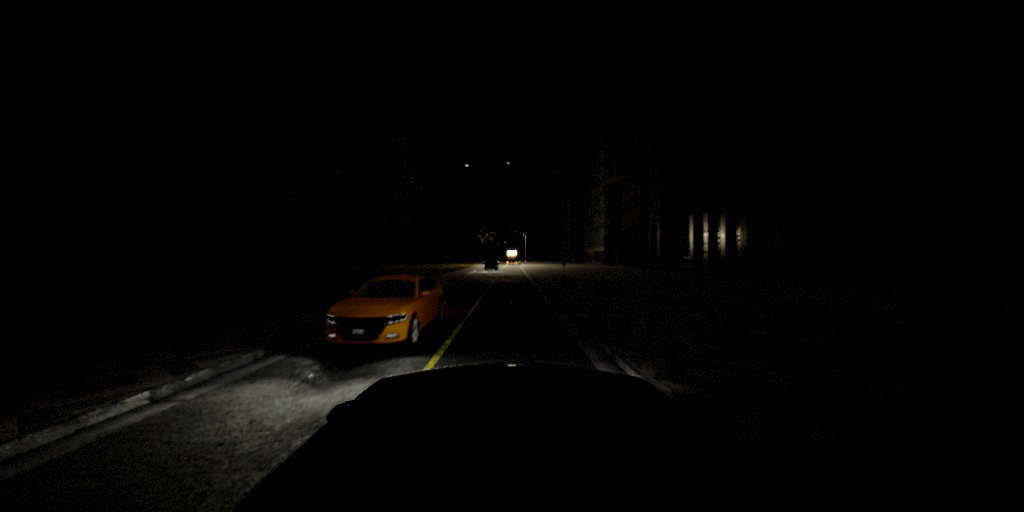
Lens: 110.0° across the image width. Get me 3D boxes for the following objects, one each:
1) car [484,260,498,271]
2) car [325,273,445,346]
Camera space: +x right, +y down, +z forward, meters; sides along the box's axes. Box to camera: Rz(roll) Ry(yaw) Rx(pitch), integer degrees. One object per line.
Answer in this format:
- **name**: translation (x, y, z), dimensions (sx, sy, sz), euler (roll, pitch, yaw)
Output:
- **car**: translation (-3.058, 1.346, 52.611), dimensions (1.882, 1.535, 5.008), euler (0, 0, 0)
- **car**: translation (-3.100, 1.250, 9.700), dimensions (1.882, 1.535, 5.008), euler (0, 0, 0)
